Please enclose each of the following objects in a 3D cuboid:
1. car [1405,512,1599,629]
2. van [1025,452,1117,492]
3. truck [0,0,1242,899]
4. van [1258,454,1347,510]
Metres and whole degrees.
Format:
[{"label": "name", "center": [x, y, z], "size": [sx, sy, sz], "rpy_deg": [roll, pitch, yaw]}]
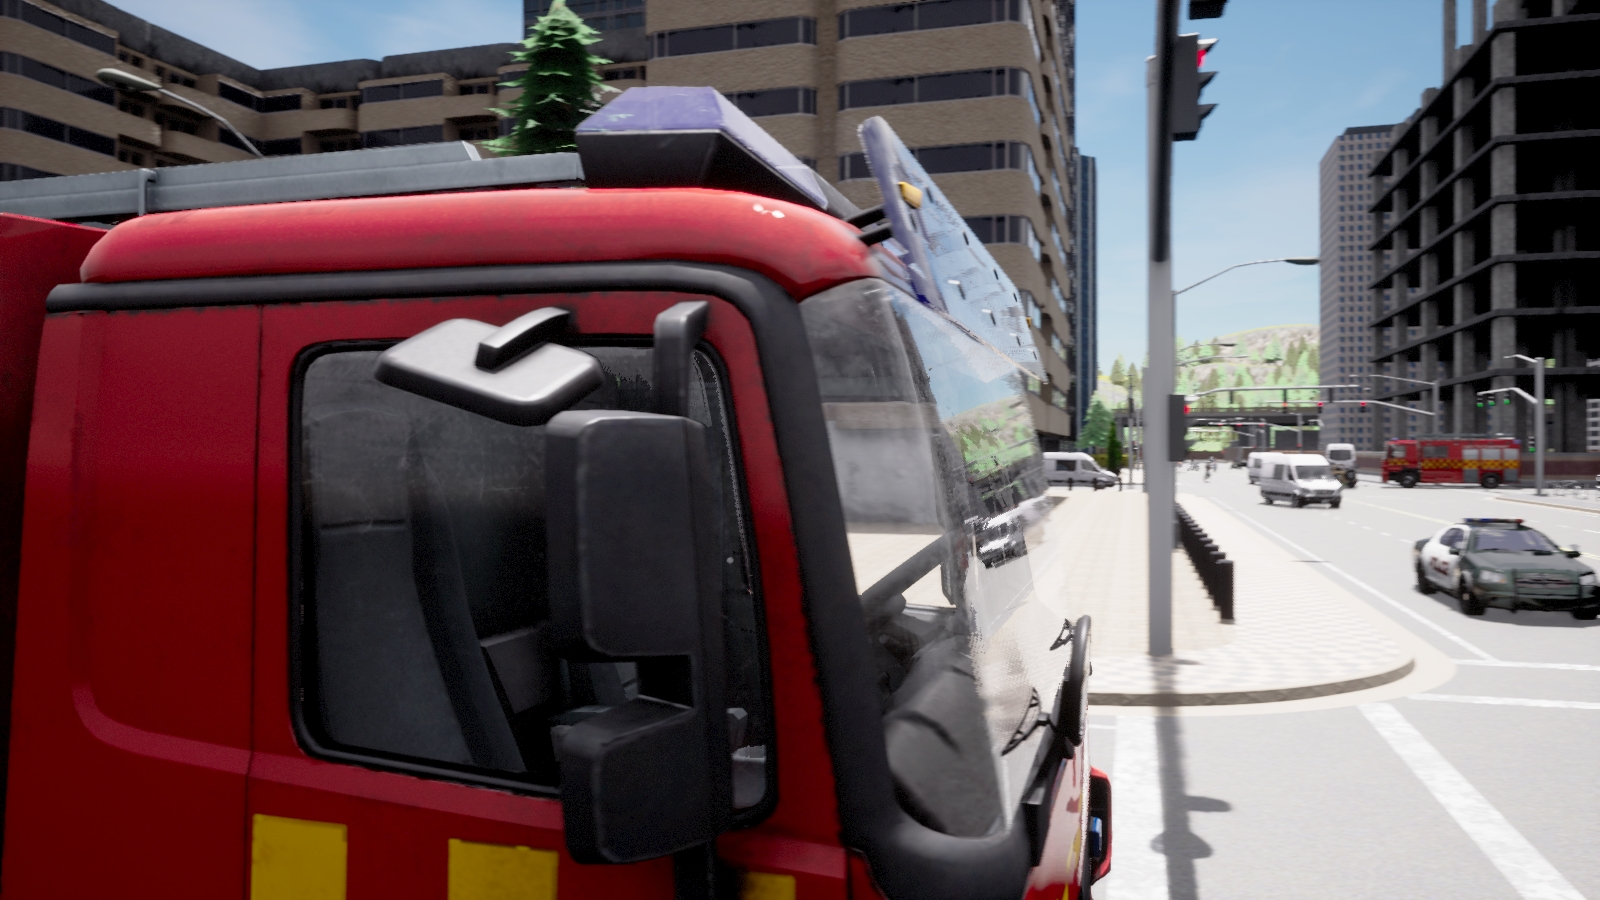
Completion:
[{"label": "car", "center": [12.541, 2.021, 20.462], "size": [2.038, 1.542, 4.974], "rpy_deg": [0, 0, 16]}, {"label": "van", "center": [18.108, 1.444, 76.301], "size": [5.915, 2.561, 1.988], "rpy_deg": [0, 0, 15]}, {"label": "truck", "center": [-2.914, 0.892, 4.478], "size": [8.468, 3.827, 2.891], "rpy_deg": [0, 0, 17]}, {"label": "van", "center": [24.289, 1.499, 55.491], "size": [1.988, 2.561, 5.915], "rpy_deg": [0, 0, 3]}]
